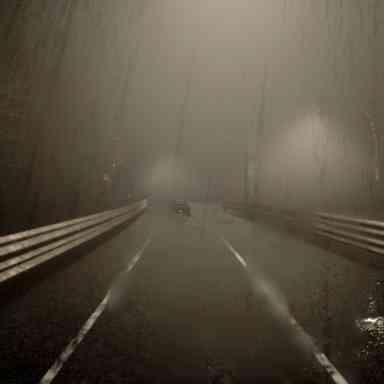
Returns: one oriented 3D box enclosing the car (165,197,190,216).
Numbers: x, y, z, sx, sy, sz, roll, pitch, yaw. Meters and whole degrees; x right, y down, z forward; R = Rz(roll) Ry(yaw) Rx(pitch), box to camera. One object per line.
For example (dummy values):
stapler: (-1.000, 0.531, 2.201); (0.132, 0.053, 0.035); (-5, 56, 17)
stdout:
car: (-1.255, 1.503, 32.382); (2.128, 1.511, 4.902); (0, 0, -5)

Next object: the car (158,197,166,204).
car: (-5.411, 1.587, 63.943); (1.994, 1.385, 4.181); (0, 0, -10)
